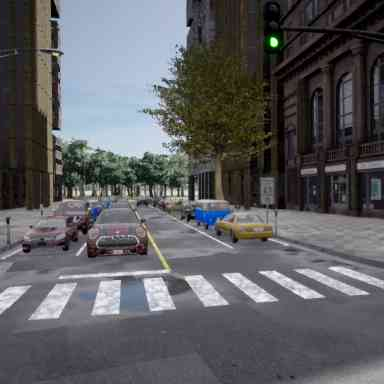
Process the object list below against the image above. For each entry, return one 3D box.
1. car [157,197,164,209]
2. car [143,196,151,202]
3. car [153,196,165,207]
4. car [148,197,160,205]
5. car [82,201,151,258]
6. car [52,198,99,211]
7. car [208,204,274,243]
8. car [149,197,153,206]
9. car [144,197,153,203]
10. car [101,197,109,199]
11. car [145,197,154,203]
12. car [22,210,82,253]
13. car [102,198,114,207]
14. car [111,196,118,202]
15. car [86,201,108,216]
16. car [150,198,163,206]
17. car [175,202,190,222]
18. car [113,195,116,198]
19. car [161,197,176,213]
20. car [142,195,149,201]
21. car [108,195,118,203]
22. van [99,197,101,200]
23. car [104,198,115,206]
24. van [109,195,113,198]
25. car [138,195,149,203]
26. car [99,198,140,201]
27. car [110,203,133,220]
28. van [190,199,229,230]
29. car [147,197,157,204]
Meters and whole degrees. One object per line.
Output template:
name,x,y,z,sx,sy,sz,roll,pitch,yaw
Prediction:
car,-3.173,1.709,43.942,1.887,1.381,4.507,-1,0,-11
car,-12.093,1.872,88.663,1.752,1.417,4.829,-1,0,-11
car,-4.284,1.739,49.511,2.008,1.369,4.403,-1,0,-11
car,-7.616,1.809,66.219,2.008,1.369,4.403,-1,0,-11
car,-2.979,1.433,13.313,2.097,1.767,4.553,-1,0,-13
car,-7.094,1.467,19.988,2.192,1.841,5.009,-1,0,-11
car,2.347,1.552,16.260,1.752,1.417,4.829,-1,0,-11
car,-5.399,1.527,55.081,2.192,1.841,5.009,-1,0,-11
car,-10.948,1.890,82.928,1.947,1.339,4.313,-1,0,-11
car,-9.315,1.524,31.128,2.192,1.841,5.009,-1,0,-11
car,-9.872,1.829,77.525,1.752,1.417,4.829,-1,0,-11
car,-5.977,1.703,14.417,1.802,1.307,4.206,-1,0,-11
car,-14.864,1.875,58.977,1.887,1.381,4.507,-1,0,-11
car,-21.497,1.987,92.229,1.752,1.417,4.829,-1,0,-11
car,-10.421,1.786,36.698,2.008,1.369,4.403,-1,0,-11
car,-6.505,1.786,60.650,2.008,1.369,4.403,-1,0,-11
car,0.160,1.652,27.233,1.947,1.339,4.313,-1,0,-11
car,-13.756,1.747,53.408,1.967,1.590,4.097,-1,0,-11
car,-2.096,1.666,38.539,1.752,1.417,4.829,-1,0,-11
car,-13.172,1.807,94.066,1.967,1.590,4.097,-1,0,-11
car,-19.313,1.735,81.257,2.192,1.841,5.009,-1,0,-11
van,-8.204,1.523,25.558,1.690,1.788,3.998,-1,0,-11
car,-15.974,1.935,64.547,1.802,1.307,4.206,-1,0,-11
van,-12.647,1.625,47.838,1.690,1.788,3.998,-1,0,-11
car,-8.847,1.764,58.812,1.837,1.490,4.892,-1,0,-11
car,-4.756,1.482,21.944,2.097,1.767,4.553,-1,0,-11
car,-6.525,1.776,30.839,1.895,1.301,4.718,-1,0,-11
van,1.265,1.398,21.664,1.690,1.788,3.998,-1,0,-11
car,-8.726,1.863,71.789,1.802,1.307,4.206,-1,0,-11
